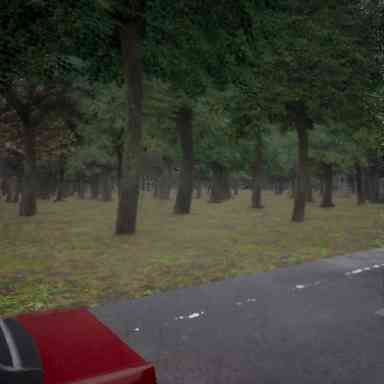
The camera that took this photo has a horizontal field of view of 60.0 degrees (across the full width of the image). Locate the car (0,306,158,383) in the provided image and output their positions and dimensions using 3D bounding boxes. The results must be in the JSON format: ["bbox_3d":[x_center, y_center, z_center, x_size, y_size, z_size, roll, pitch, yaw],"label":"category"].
[{"bbox_3d":[-2.686,1.603,2.076,4.718,1.301,1.895,0,0,-36],"label":"car"}]
